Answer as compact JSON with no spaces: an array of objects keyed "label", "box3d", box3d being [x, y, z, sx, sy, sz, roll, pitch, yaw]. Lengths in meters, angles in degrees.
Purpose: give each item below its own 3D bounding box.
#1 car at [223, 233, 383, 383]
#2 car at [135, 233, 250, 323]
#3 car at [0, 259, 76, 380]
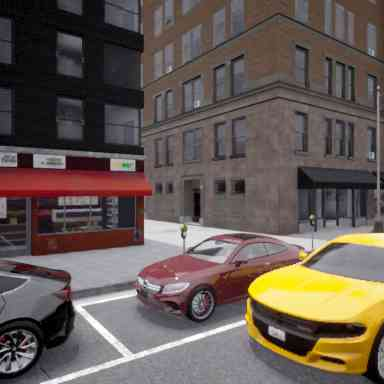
[{"label":"car","box3d":[3.082,1.477,5.571,5.008,1.535,1.882,0,0,-35]},{"label":"car","box3d":[0.851,1.582,7.137,4.206,1.307,1.802,0,0,-35]},{"label":"car","box3d":[-3.630,1.566,3.945,4.313,1.339,1.947,0,0,-35]}]
